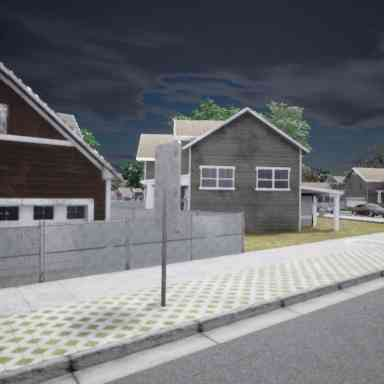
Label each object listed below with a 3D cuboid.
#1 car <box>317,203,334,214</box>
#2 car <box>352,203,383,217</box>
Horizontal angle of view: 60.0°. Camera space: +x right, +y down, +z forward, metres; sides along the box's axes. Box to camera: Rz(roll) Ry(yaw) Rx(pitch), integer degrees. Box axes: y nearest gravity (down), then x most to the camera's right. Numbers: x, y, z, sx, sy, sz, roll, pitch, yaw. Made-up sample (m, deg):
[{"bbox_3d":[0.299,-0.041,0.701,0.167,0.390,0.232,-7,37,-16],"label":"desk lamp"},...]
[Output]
[{"bbox_3d":[18.001,2.280,46.458,2.128,1.511,4.902,1,-2,-6],"label":"car"},{"bbox_3d":[19.054,1.996,35.602,1.837,1.490,4.892,1,-2,-5],"label":"car"}]
